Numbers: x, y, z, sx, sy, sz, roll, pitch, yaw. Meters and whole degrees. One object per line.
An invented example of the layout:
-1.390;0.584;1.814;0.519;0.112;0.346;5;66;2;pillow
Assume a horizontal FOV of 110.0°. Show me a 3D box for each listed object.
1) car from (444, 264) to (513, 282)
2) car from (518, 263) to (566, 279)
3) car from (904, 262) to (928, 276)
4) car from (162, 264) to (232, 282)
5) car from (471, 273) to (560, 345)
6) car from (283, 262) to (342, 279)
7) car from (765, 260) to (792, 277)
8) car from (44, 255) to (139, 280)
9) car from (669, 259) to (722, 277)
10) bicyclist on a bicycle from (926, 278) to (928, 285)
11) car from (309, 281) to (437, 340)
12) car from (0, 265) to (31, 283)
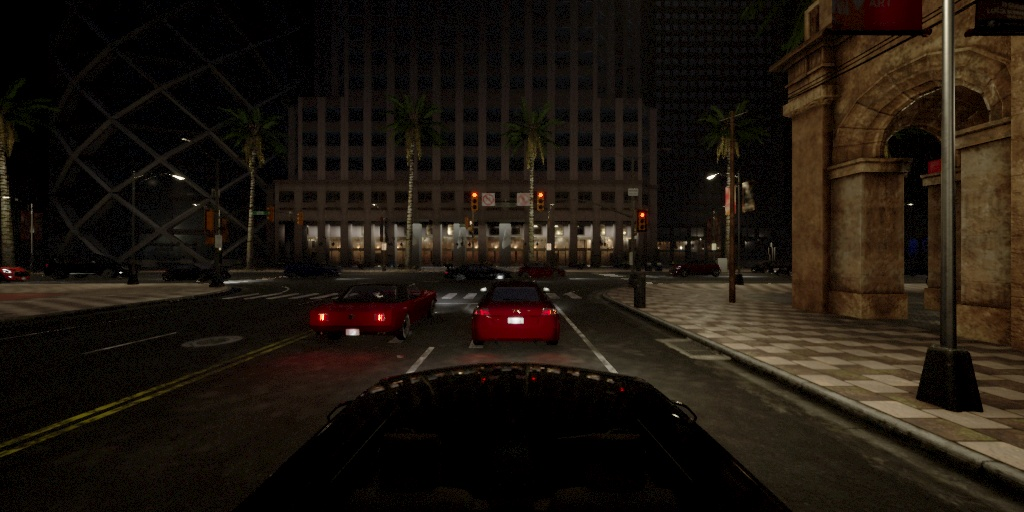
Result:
-2.540;1.297;27.929;5.357;1.411;2.033;0;0;0;car
2.571;1.314;31.412;4.181;1.385;1.994;0;0;0;car
38.627;1.297;34.990;5.357;1.411;2.033;0;0;1;car
-24.394;1.314;27.847;4.181;1.385;1.994;0;0;-1;car
0.082;1.314;9.476;1.994;1.385;4.181;0;0;0;car
-17.427;1.276;31.428;4.674;1.442;1.812;0;0;0;car
28.192;1.242;35.035;4.902;1.511;2.128;0;0;0;car
-35.711;0.971;30.595;5.566;2.045;2.150;0;0;-13;car
17.817;1.102;35.066;4.553;1.767;2.097;0;0;0;car
24.678;1.051;20.563;0.582;1.620;1.656;0;0;0;bicyclist on a bicycle
-3.417;1.351;9.939;1.895;1.301;4.718;0;0;0;car
-38.696;1.101;26.064;4.553;1.767;2.097;0;0;-22;car
